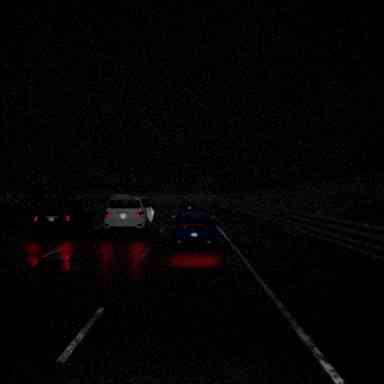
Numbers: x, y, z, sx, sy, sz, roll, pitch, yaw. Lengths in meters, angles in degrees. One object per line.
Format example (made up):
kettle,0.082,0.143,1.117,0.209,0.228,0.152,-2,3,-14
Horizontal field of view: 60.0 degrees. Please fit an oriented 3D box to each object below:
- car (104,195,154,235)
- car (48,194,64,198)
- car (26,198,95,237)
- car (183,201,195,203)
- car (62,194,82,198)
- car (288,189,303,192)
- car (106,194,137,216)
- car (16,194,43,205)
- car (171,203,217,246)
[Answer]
car,-3.474,1.259,19.210,2.150,2.045,5.566,0,0,-1
car,-21.906,1.296,54.246,2.150,2.045,5.566,0,0,-1
car,-6.959,1.388,18.520,2.097,1.767,4.553,0,0,-1
car,-0.323,1.632,36.534,1.994,1.385,4.181,0,0,-1
car,-18.391,1.569,52.982,2.128,1.511,4.902,0,0,-1
car,24.157,-0.232,77.700,1.812,1.442,4.674,0,-4,-14
car,-7.285,1.285,34.982,2.150,2.045,5.566,0,0,-1
car,-25.369,1.295,52.316,2.150,2.045,5.566,0,0,-1
car,0.076,1.507,15.381,1.882,1.535,5.008,0,0,0
